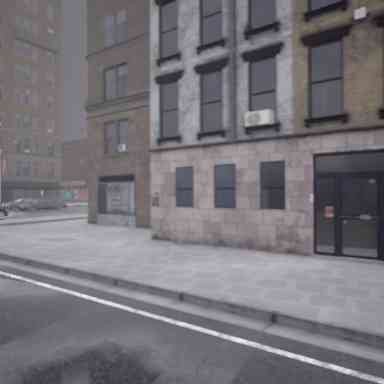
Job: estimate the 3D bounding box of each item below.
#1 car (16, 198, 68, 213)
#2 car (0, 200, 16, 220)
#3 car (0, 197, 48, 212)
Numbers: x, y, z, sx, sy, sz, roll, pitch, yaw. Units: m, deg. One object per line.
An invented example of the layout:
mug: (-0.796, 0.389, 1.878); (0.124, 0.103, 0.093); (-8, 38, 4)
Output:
car: (-16.097, 1.374, 35.602); (2.033, 1.411, 5.357); (0, 1, 36)
car: (-16.020, 1.387, 24.299); (1.882, 1.535, 5.008); (-2, 0, 27)
car: (-18.856, 1.374, 37.331); (1.812, 1.442, 4.674); (0, 1, 36)
